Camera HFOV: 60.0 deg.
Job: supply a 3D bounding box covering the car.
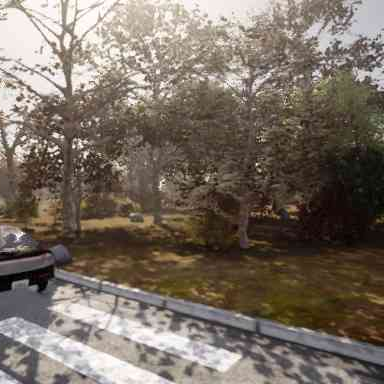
[{"bbox_3d":[-5.079,1.522,7.814,4.902,1.511,2.128,0,0,40],"label":"car"}]
